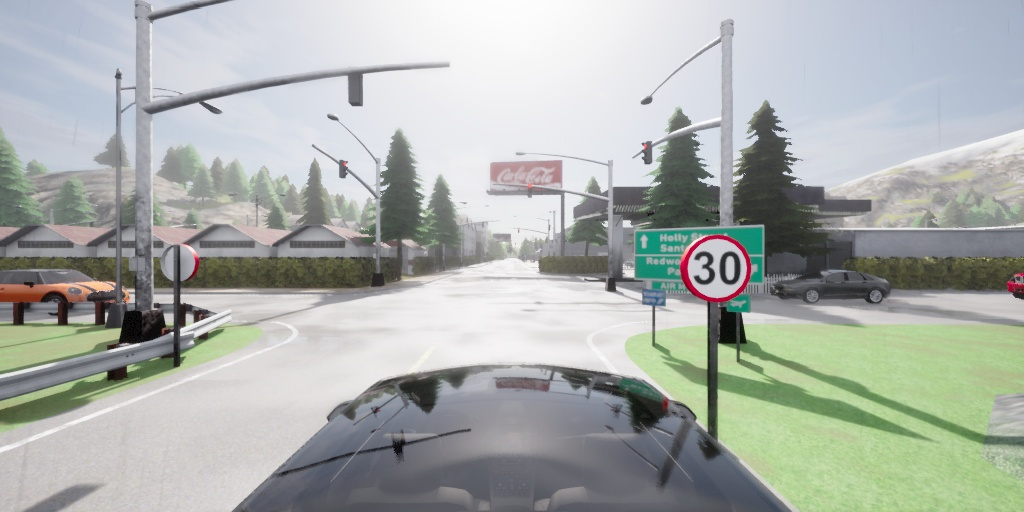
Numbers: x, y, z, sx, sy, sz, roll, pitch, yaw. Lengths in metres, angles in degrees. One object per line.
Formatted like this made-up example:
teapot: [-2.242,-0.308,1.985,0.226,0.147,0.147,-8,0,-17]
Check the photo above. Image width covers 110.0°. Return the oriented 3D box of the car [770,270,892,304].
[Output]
car: [15.212,1.446,17.262,4.892,1.490,1.837,0,0,1]

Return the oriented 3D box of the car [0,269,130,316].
car: [-17.966,1.294,14.022,4.553,1.767,2.097,0,0,1]

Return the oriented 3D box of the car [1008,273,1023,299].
car: [27.501,1.163,17.107,5.566,2.045,2.150,0,0,-1]
